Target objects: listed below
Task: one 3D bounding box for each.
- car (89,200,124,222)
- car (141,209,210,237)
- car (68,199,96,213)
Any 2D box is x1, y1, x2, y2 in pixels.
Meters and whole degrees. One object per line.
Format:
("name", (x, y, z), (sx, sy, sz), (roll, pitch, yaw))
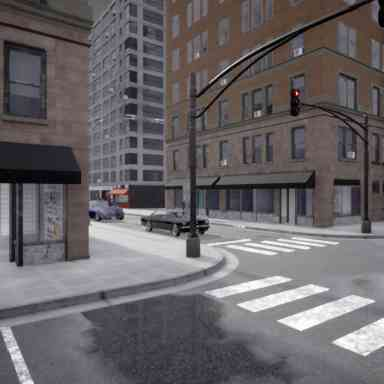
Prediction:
("car", (-7.350, 1.467, 27.560), (2.097, 1.767, 4.553), (0, -1, -36))
("car", (-1.046, 1.665, 18.813), (1.895, 1.301, 4.718), (0, 0, -35))
("car", (-13.870, 1.655, 41.631), (1.882, 1.535, 5.008), (0, 0, -36))
